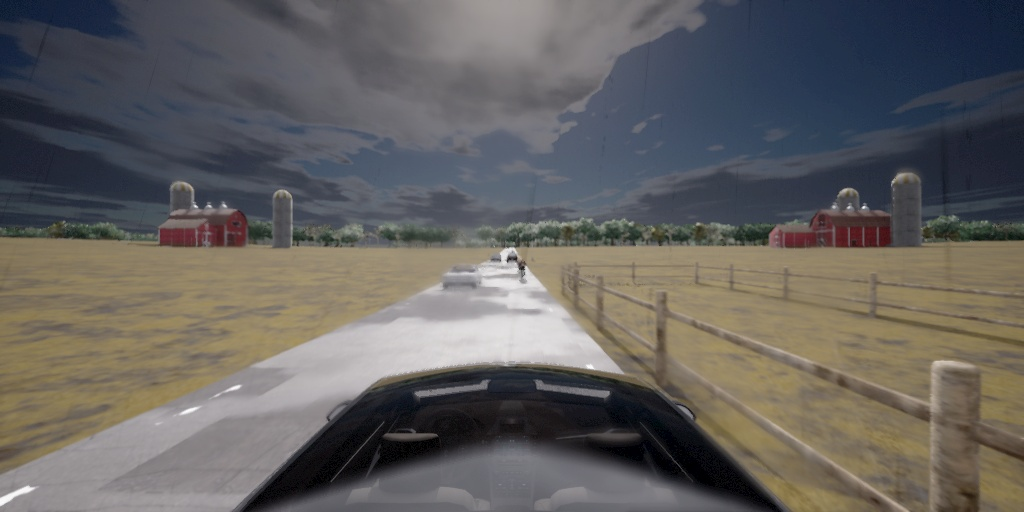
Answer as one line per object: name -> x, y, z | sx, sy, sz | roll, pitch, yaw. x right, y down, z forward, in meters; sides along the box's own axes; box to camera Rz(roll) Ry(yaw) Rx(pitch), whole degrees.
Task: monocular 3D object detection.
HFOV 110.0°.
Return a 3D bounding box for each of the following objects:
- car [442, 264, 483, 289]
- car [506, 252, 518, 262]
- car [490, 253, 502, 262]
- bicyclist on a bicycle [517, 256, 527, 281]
car -> -2.832, 1.167, 21.100 | 1.895, 1.301, 4.718 | 0, 1, 0
car -> 0.068, 0.265, 62.071 | 1.882, 1.535, 5.008 | 0, 1, 1
car -> -2.738, 0.307, 62.095 | 1.837, 1.490, 4.892 | 0, 2, 1
bicyclist on a bicycle -> 0.769, 0.964, 25.012 | 0.582, 1.620, 1.656 | 0, 0, 0
